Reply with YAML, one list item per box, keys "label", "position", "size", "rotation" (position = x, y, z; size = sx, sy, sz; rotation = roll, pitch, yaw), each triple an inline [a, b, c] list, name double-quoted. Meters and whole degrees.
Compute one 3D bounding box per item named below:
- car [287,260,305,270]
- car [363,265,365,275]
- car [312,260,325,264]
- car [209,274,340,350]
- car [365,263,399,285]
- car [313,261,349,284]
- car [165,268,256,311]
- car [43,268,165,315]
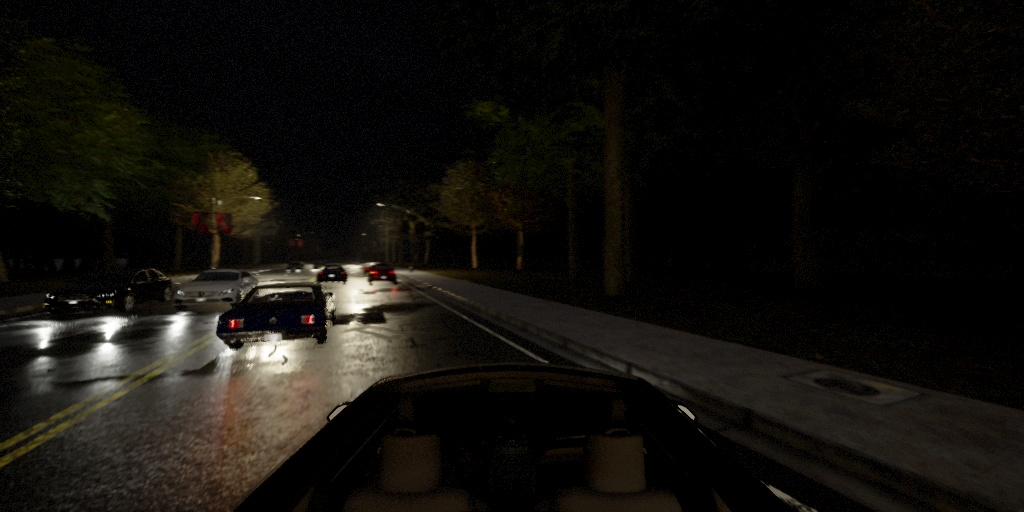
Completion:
- label: "car"
  position: [-32.767, 1.360, 54.480]
  size: [2.033, 1.411, 5.357]
  rotation: [0, 0, -24]
- label: "car"
  position: [-15.426, 1.367, 39.641]
  size: [1.895, 1.301, 4.718]
  rotation: [0, 0, -24]
- label: "car"
  position: [-29.798, 1.359, 55.804]
  size: [2.033, 1.411, 5.357]
  rotation: [0, 0, -24]
- label: "car"
  position: [-5.638, 1.335, 9.196]
  size: [1.895, 1.301, 4.718]
  rotation: [0, 0, -23]
- label: "car"
  position: [-9.488, 1.274, 26.134]
  size: [1.812, 1.442, 4.674]
  rotation: [0, -1, -23]
- label: "car"
  position: [-13.021, 1.301, 26.124]
  size: [1.994, 1.385, 4.181]
  rotation: [0, 0, -24]
- label: "car"
  position: [-11.767, 1.246, 14.641]
  size: [1.812, 1.442, 4.674]
  rotation: [0, 0, -24]
- label: "car"
  position: [-14.846, 1.214, 13.570]
  size: [1.837, 1.490, 4.892]
  rotation: [0, 0, -24]
